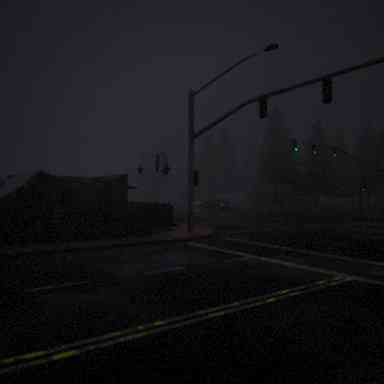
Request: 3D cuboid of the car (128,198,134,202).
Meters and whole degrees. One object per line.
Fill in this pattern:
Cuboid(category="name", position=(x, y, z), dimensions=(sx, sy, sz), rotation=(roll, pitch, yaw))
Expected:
Cuboid(category="car", position=(-12.514, 1.788, 61.448), dimensions=(1.837, 1.490, 4.892), rotation=(1, -3, -37))

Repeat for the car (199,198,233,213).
Cuboid(category="car", position=(2.855, 1.564, 41.034), dimensions=(2.097, 1.767, 4.553), rotation=(1, 0, -37))
